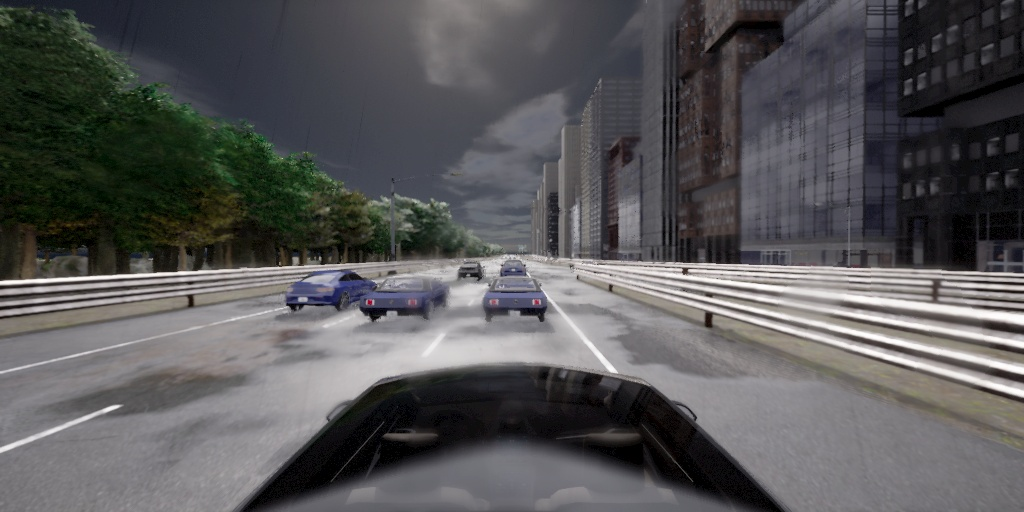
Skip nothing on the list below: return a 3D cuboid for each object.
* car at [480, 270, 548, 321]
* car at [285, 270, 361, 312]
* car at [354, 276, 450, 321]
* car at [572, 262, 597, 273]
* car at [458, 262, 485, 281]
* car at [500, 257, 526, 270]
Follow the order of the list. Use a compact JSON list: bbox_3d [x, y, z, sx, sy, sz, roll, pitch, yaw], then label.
[{"bbox_3d":[0.102,1.346,12.423,1.895,1.301,4.718,0,0,0],"label":"car"},{"bbox_3d":[-6.896,1.271,14.126,1.812,1.442,4.674,0,0,0],"label":"car"},{"bbox_3d":[-3.398,1.347,12.405,1.895,1.301,4.718,0,0,0],"label":"car"},{"bbox_3d":[8.697,1.341,42.809,1.994,1.385,4.181,0,0,-12],"label":"car"},{"bbox_3d":[-3.391,1.249,30.263,1.837,1.490,4.892,0,0,0],"label":"car"},{"bbox_3d":[0.108,1.096,29.913,2.097,1.767,4.553,0,0,0],"label":"car"}]
